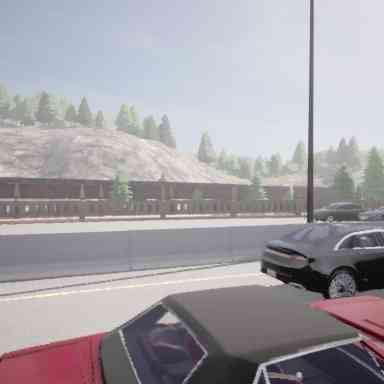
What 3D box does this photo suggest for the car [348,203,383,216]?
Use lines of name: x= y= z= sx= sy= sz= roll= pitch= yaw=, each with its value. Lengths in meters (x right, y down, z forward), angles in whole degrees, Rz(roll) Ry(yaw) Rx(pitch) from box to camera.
car: x=12.990 y=1.524 z=21.153 sx=4.902 sy=1.511 sz=2.128 roll=0 pitch=0 yaw=-11

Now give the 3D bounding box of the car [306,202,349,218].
car: x=10.783 y=1.541 z=24.250 sx=4.892 sy=1.490 sz=1.837 roll=0 pitch=0 yaw=-12

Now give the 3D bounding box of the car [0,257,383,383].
car: x=0.815 y=1.600 z=2.946 sx=4.718 sy=1.301 sz=1.895 roll=0 pitch=0 yaw=-22

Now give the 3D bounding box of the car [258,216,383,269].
car: x=3.952 y=1.494 z=7.753 sx=4.902 sy=1.511 sz=2.128 roll=0 pitch=0 yaw=-19
